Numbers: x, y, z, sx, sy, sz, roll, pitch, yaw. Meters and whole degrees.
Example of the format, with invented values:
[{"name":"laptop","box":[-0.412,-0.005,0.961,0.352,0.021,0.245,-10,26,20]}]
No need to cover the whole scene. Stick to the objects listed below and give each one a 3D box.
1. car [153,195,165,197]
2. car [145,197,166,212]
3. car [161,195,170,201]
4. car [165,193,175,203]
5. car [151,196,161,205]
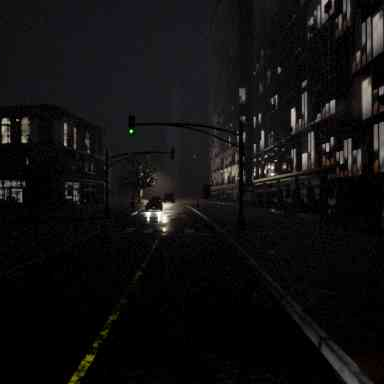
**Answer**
[{"name":"car","box":[-5.418,1.523,50.049,1.837,1.490,4.892,0,0,-6]},{"name":"car","box":[-4.480,1.580,39.680,1.994,1.385,4.181,0,0,-4]},{"name":"car","box":[-6.352,1.382,79.377,1.812,1.442,4.674,0,0,-10]},{"name":"car","box":[-4.812,1.248,69.109,2.150,2.045,5.566,0,0,-8]},{"name":"car","box":[-6.745,1.526,62.158,1.837,1.490,4.892,0,0,-7]}]
